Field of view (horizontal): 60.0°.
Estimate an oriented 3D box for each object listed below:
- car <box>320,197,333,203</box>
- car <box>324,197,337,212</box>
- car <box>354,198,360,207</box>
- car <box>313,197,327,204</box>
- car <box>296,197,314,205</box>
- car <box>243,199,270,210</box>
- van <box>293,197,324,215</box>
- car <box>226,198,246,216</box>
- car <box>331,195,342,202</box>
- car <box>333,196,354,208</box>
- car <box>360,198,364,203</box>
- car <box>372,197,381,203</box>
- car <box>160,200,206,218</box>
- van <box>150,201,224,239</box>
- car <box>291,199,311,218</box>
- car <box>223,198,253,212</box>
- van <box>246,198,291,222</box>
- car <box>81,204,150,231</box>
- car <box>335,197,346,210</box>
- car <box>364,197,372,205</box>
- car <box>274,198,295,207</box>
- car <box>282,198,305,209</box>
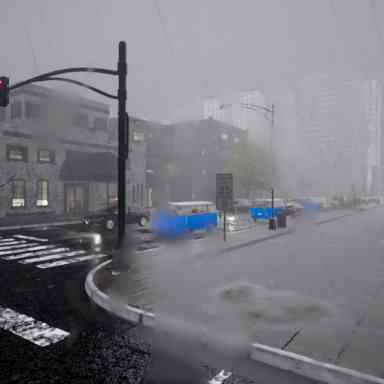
[{"bbox_3d":[31.007,1.792,76.758,1.947,1.339,4.313,0,0,35],"label":"car"},{"bbox_3d":[15.795,1.671,40.412,1.752,1.417,4.829,0,0,35],"label":"car"},{"bbox_3d":[25.198,1.517,53.844,2.192,1.841,5.009,0,0,35],"label":"car"},{"bbox_3d":[27.744,1.729,72.095,1.752,1.417,4.829,0,0,35],"label":"car"},{"bbox_3d":[21.508,1.706,63.187,1.887,1.381,4.507,0,0,35],"label":"car"},{"bbox_3d":[8.842,1.629,45.094,1.887,1.381,4.507,0,0,35],"label":"car"},{"bbox_3d":[12.531,1.469,35.749,1.690,1.788,3.998,0,0,35],"label":"van"},{"bbox_3d":[4.420,1.572,34.247,1.837,1.490,4.892,1,0,35],"label":"car"},{"bbox_3d":[37.341,1.713,85.805,1.967,1.590,4.097,0,0,35],"label":"car"},{"bbox_3d":[22.032,1.497,49.320,2.192,1.841,5.009,0,0,35],"label":"car"},{"bbox_3d":[28.461,1.748,58.506,1.752,1.417,4.829,0,0,35],"label":"car"},{"bbox_3d":[44.196,1.900,80.984,1.947,1.339,4.313,0,0,35],"label":"car"},{"bbox_3d":[-0.755,1.558,31.383,1.752,1.417,4.829,0,0,35],"label":"car"},{"bbox_3d":[-0.135,1.407,17.655,1.690,1.788,3.998,0,0,35],"label":"van"},{"bbox_3d":[9.363,1.656,31.225,1.887,1.381,4.507,0,0,35],"label":"car"},{"bbox_3d":[5.677,1.507,40.570,1.967,1.590,4.097,0,0,35],"label":"car"},{"bbox_3d":[6.198,1.436,26.702,1.690,1.788,3.998,0,0,35],"label":"van"},{"bbox_3d":[-4.700,1.528,21.229,1.837,1.490,4.892,1,0,35],"label":"car"},{"bbox_3d":[18.863,1.729,44.796,1.947,1.339,4.313,0,0,35],"label":"car"},{"bbox_3d":[34.696,1.810,67.414,1.887,1.381,4.507,0,0,35],"label":"car"},{"bbox_3d":[15.175,1.666,54.140,1.887,1.381,4.507,0,0,35],"label":"car"},{"bbox_3d":[15.079,1.695,49.308,1.812,1.442,4.674,1,0,35],"label":"car"}]
